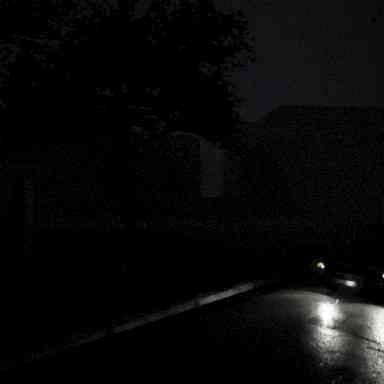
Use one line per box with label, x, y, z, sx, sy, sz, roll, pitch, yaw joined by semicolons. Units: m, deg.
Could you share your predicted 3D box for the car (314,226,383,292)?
car;5.405;1.695;9.324;2.033;1.411;5.357;-1;-1;45
